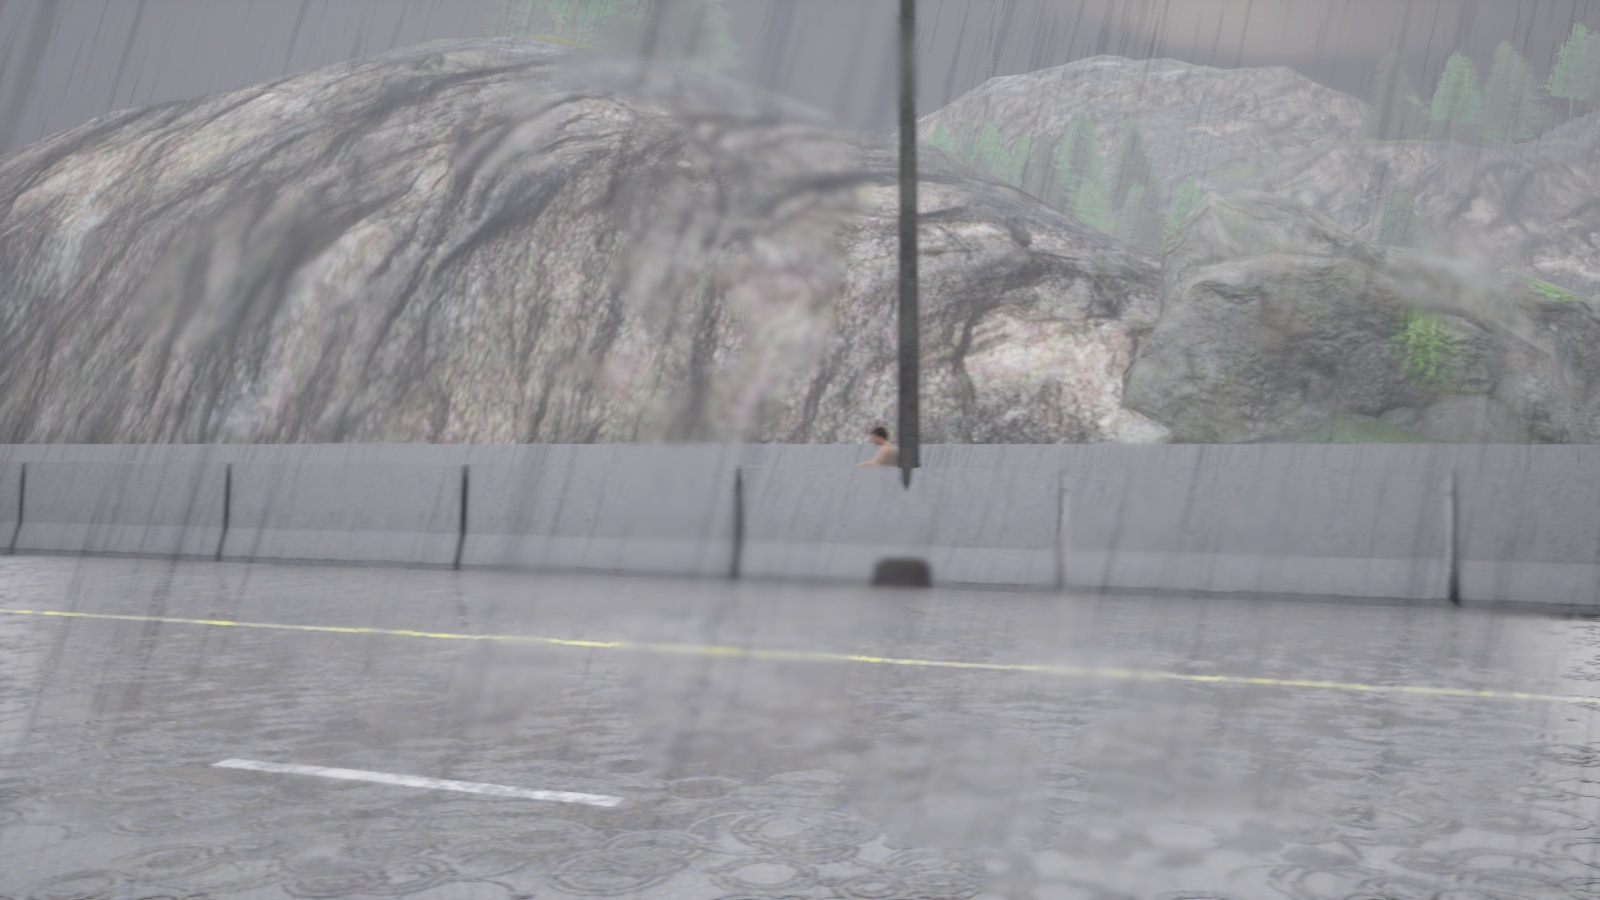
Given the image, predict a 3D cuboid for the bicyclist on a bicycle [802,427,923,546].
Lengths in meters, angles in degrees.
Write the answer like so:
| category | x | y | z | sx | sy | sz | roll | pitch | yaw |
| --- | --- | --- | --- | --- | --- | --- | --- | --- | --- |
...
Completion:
| category | x | y | z | sx | sy | sz | roll | pitch | yaw |
| --- | --- | --- | --- | --- | --- | --- | --- | --- | --- |
| bicyclist on a bicycle | 0.891 | 0.484 | 17.658 | 1.509 | 1.612 | 0.866 | 1 | 1 | 19 |
